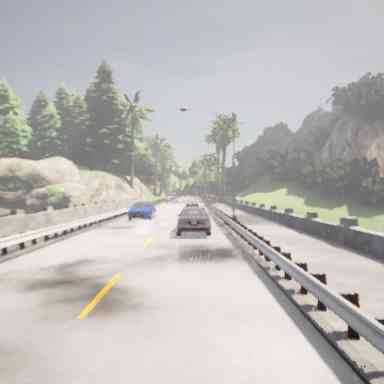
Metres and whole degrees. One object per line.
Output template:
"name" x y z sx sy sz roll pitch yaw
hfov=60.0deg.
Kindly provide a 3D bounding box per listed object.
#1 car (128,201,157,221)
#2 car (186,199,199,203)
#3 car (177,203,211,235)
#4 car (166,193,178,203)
"car" -4.095 1.517 27.852 1.882 1.535 5.008 0 0 0
"car" 0.069 1.675 50.902 1.895 1.301 4.718 0 0 0
"car" 0.093 1.575 19.003 2.033 1.411 5.357 0 0 0
"car" -4.026 1.266 68.524 2.150 2.045 5.566 0 0 0
